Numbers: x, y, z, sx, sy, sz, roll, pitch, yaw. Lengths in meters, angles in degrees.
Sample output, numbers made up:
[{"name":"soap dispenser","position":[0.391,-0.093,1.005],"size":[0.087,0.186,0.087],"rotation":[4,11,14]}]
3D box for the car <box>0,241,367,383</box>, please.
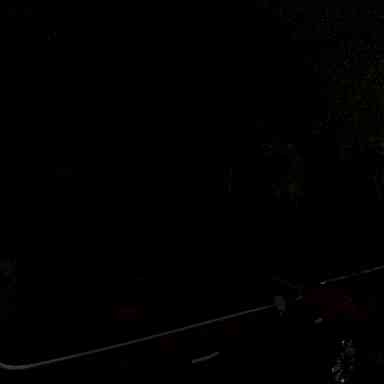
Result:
[{"name":"car","position":[-0.032,1.362,3.723],"size":[4.553,1.767,2.097],"rotation":[0,0,-36]}]
